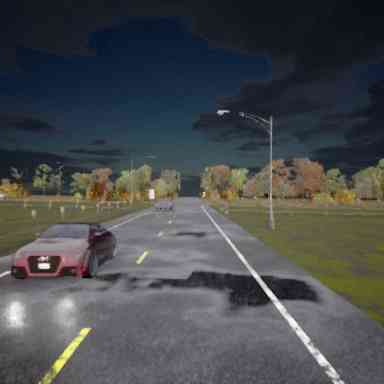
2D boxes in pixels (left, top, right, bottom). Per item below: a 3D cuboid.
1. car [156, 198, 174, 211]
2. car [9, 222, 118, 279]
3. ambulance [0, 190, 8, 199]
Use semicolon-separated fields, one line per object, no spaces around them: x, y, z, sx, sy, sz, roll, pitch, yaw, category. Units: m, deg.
-3.577;1.588;44.058;2.097;1.767;4.553;0;0;0;car
-3.600;1.616;10.080;1.994;1.385;4.181;0;0;0;car
-48.006;0.774;80.673;6.366;2.431;2.351;1;-2;3;ambulance
